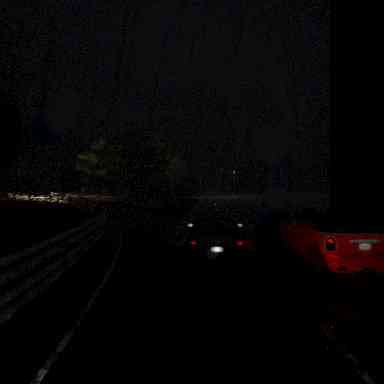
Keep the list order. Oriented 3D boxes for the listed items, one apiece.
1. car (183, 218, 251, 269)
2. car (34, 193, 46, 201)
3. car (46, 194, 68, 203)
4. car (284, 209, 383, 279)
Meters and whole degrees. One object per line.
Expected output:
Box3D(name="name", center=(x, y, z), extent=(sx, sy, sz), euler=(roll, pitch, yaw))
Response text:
Box3D(name="car", center=(0.786, 1.545, 11.168), extent=(1.994, 1.385, 4.181), euler=(0, 0, 3))
Box3D(name="car", center=(-30.697, 0.876, 67.450), extent=(2.128, 1.511, 4.902), euler=(-1, 1, -36))
Box3D(name="car", center=(-23.938, 1.153, 59.753), extent=(1.812, 1.442, 4.674), euler=(-1, 1, -43))
Box3D(name="car", center=(4.241, 1.320, 10.074), extent=(2.097, 1.767, 4.553), euler=(0, 0, 3))
